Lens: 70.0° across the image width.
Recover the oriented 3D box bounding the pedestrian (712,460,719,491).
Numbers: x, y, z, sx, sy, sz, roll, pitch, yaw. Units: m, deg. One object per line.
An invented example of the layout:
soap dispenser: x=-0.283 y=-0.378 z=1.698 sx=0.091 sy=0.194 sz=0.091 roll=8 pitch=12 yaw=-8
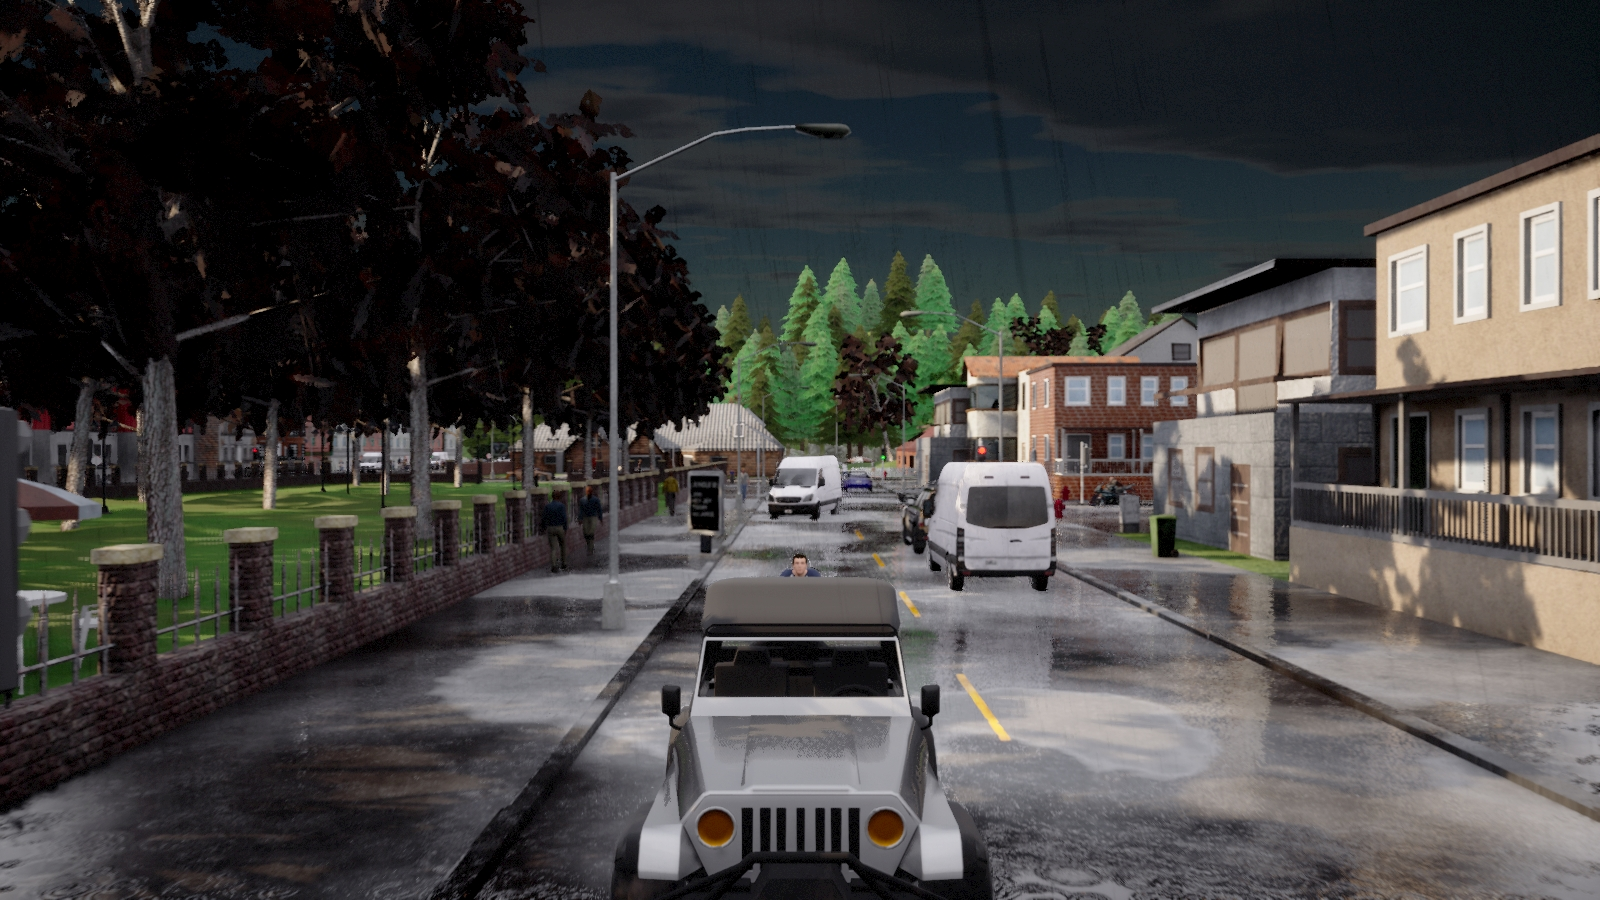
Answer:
pedestrian: x=-5.091 y=1.525 z=68.929 sx=0.375 sy=1.860 sz=0.375 roll=0 pitch=0 yaw=-8

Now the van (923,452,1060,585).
van: x=3.979 y=1.314 z=24.808 sx=1.988 sy=2.561 sz=5.915 roll=0 pitch=0 yaw=0

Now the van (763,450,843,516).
van: x=0.217 y=1.314 z=47.532 sx=1.988 sy=2.561 sz=5.915 roll=-1 pitch=0 yaw=14

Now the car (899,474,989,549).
car: x=3.945 y=1.644 z=32.031 sx=1.932 sy=1.855 sz=4.605 roll=0 pitch=0 yaw=0

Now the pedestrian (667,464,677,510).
pedestrian: x=-5.250 y=1.525 z=46.806 sx=0.375 sy=1.860 sz=0.375 roll=0 pitch=0 yaw=-5

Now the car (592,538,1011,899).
car: x=0.009 y=1.637 z=7.124 sx=1.905 sy=1.878 sz=3.866 roll=0 pitch=0 yaw=0

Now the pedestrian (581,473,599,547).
pedestrian: x=-5.339 y=1.525 z=29.082 sx=0.375 sy=1.860 sz=0.375 roll=0 pitch=0 yaw=1

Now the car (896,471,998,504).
car: x=7.320 y=1.843 z=56.723 sx=4.792 sy=1.488 sz=2.163 roll=0 pitch=0 yaw=15

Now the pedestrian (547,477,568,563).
pedestrian: x=-5.309 y=1.525 z=25.023 sx=0.375 sy=1.860 sz=0.375 roll=0 pitch=0 yaw=4

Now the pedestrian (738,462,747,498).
pedestrian: x=-2.925 y=1.525 z=58.275 sx=0.375 sy=1.860 sz=0.375 roll=0 pitch=0 yaw=9
